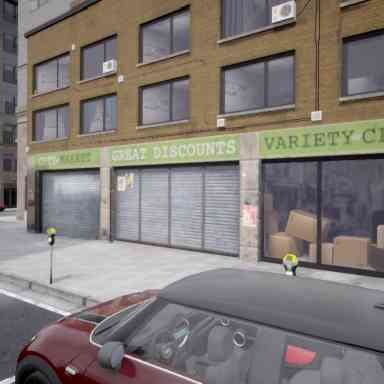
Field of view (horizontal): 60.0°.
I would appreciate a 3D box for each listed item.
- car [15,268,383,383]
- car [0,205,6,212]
[{"bbox_3d":[0.224,1.440,2.905,4.097,1.590,1.967,0,1,35],"label":"car"},{"bbox_3d":[-19.460,1.457,29.773,1.895,1.301,4.718,1,1,34],"label":"car"}]
